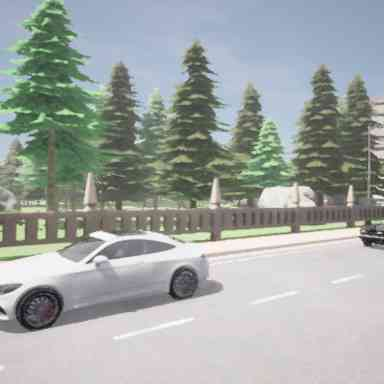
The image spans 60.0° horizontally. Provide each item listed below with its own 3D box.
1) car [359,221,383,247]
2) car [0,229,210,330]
[{"bbox_3d":[9.643,1.825,15.190,4.718,1.301,1.895,1,-1,-35],"label":"car"},{"bbox_3d":[-1.722,1.563,7.054,4.674,1.442,1.812,1,-1,-36],"label":"car"}]
